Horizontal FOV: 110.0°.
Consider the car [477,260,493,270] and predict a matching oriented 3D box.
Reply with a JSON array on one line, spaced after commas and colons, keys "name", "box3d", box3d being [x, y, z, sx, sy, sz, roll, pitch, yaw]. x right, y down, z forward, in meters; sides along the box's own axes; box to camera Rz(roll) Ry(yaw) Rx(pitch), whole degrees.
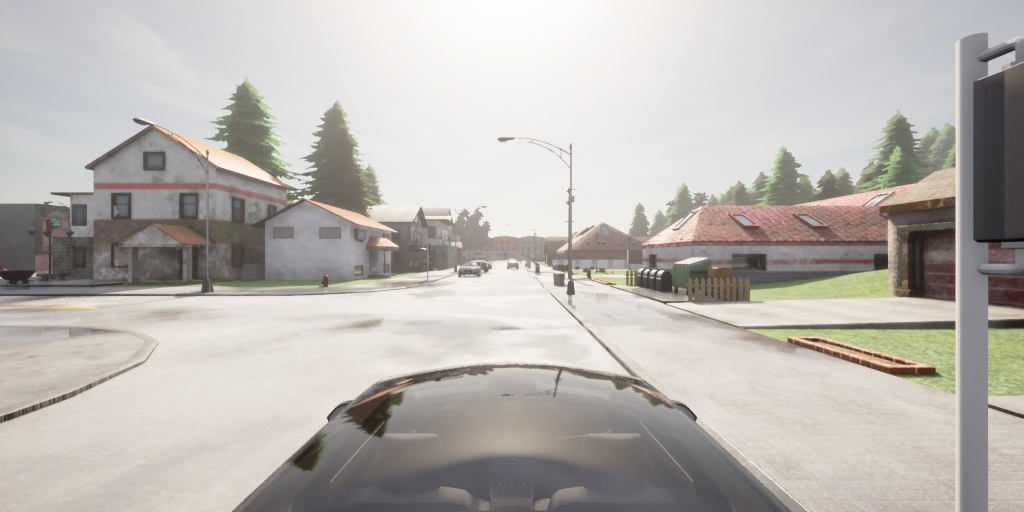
[{"name": "car", "box3d": [-4.063, 1.314, 54.518, 1.994, 1.385, 4.181, 0, 0, 0]}]

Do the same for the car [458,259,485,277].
[{"name": "car", "box3d": [-4.090, 1.314, 35.432, 1.994, 1.385, 4.181, 0, 0, 0]}]

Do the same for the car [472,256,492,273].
[{"name": "car", "box3d": [-4.088, 0.971, 44.579, 2.150, 2.045, 5.566, 0, 0, 0]}]

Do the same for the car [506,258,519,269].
[{"name": "car", "box3d": [0.130, 1.297, 57.254, 2.033, 1.411, 5.357, 0, 0, -1]}]
